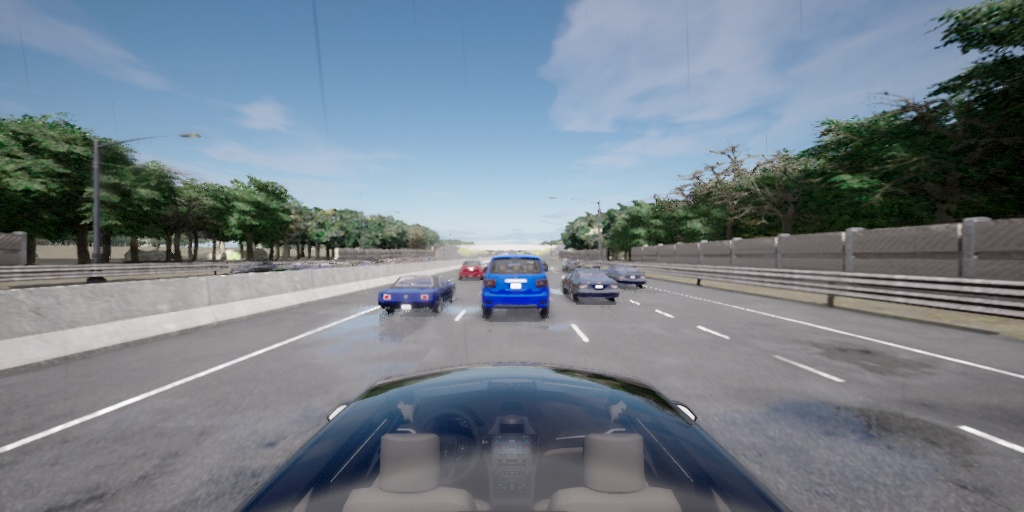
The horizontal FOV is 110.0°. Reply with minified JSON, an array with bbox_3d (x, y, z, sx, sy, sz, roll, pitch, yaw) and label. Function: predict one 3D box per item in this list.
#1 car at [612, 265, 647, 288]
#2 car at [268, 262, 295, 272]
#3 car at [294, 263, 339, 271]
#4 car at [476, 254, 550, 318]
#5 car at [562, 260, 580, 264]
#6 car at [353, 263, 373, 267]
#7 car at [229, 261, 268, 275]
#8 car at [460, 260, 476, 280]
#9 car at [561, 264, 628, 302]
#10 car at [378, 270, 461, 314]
[{"bbox_3d":[7.160,1.307,23.723,2.033,1.411,5.357,0,0,0],"label":"car"},{"bbox_3d":[-20.957,1.370,34.856,1.895,1.301,4.718,0,0,1],"label":"car"},{"bbox_3d":[-17.471,1.368,33.066,1.895,1.301,4.718,0,0,0],"label":"car"},{"bbox_3d":[0.123,0.972,13.143,2.150,2.045,5.566,0,0,0],"label":"car"},{"bbox_3d":[7.314,1.268,44.071,2.128,1.511,4.902,0,0,1],"label":"car"},{"bbox_3d":[-13.961,1.332,34.069,1.994,1.385,4.181,0,0,1],"label":"car"},{"bbox_3d":[-24.458,1.273,34.239,1.837,1.490,4.892,0,0,1],"label":"car"},{"bbox_3d":[-3.288,1.118,31.250,2.097,1.767,4.553,0,0,0],"label":"car"},{"bbox_3d":[3.534,1.301,17.012,2.033,1.411,5.357,0,0,0],"label":"car"},{"bbox_3d":[-3.375,1.352,13.722,1.895,1.301,4.718,0,0,0],"label":"car"}]
